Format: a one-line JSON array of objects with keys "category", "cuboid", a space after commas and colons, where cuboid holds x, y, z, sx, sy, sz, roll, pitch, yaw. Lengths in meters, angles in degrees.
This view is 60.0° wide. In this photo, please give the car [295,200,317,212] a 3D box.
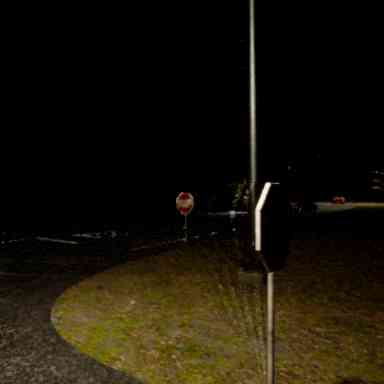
[{"category": "car", "cuboid": [14.328, 1.766, 41.886, 1.812, 1.442, 4.674, -1, 0, 34]}]

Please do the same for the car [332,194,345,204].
[{"category": "car", "cuboid": [32.258, 1.672, 73.033, 2.097, 1.767, 4.553, 0, 0, 28]}]
